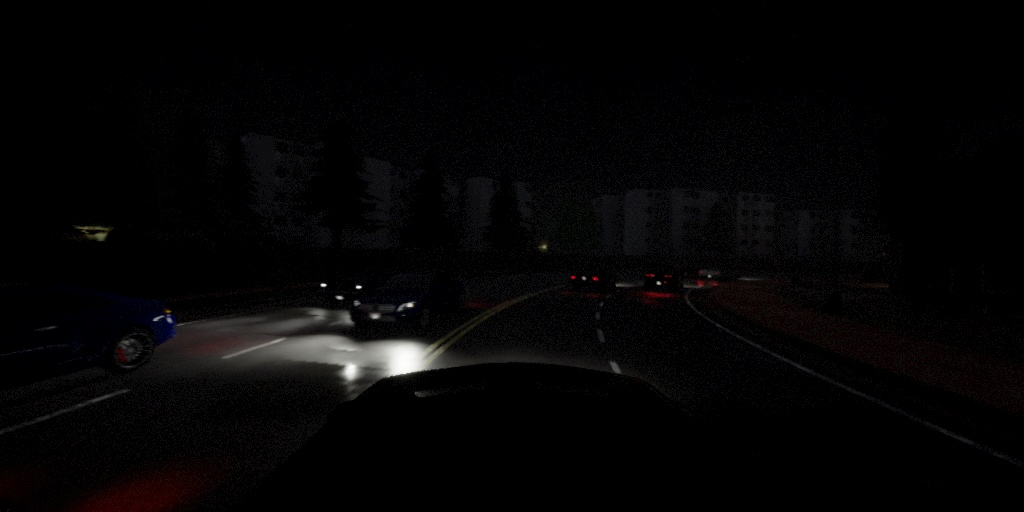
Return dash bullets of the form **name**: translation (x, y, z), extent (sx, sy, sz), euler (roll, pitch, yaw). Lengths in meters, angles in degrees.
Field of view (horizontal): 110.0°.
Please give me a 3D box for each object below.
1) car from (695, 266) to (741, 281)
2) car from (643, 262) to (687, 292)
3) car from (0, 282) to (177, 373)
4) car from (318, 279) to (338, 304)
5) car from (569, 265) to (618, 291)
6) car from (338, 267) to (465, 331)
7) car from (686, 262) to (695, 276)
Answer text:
- **car**: translation (19.285, 1.537, 33.141), extent (4.718, 1.301, 1.895), euler (1, 1, -37)
- **car**: translation (9.451, 1.301, 22.227), extent (1.837, 1.490, 4.892), euler (2, 0, 30)
- **car**: translation (-6.889, 1.089, 4.397), extent (1.812, 1.442, 4.674), euler (1, 0, 3)
- **car**: translation (-5.343, 1.114, 14.417), extent (1.895, 1.301, 4.718), euler (1, 1, 15)
- **car**: translation (4.961, 1.244, 21.440), extent (2.033, 1.411, 5.357), euler (2, 1, 27)
- **car**: translation (-2.771, 1.132, 10.688), extent (1.812, 1.442, 4.674), euler (1, 0, 11)
- **car**: translation (17.144, 1.339, 35.867), extent (5.008, 1.535, 1.882), euler (1, 0, -38)
